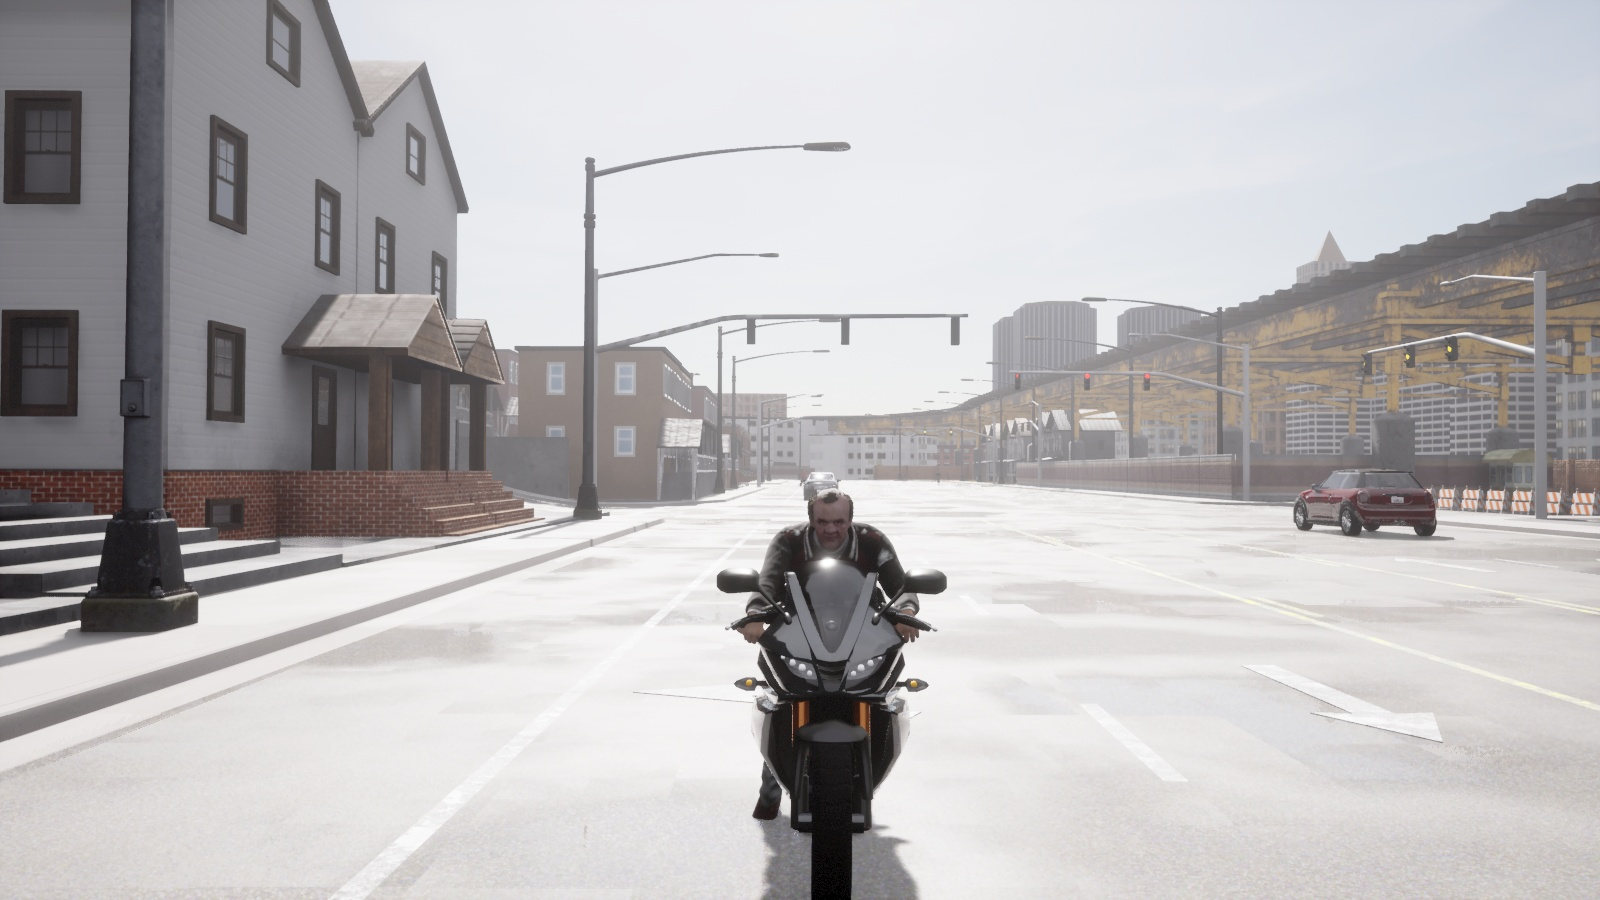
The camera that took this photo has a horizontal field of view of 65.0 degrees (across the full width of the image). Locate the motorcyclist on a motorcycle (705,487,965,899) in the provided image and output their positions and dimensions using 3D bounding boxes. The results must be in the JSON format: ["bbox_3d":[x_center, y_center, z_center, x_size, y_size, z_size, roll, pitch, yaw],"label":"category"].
[{"bbox_3d":[0.135,0.938,5.312,0.866,1.530,2.191,0,-1,1],"label":"motorcyclist on a motorcycle"}]

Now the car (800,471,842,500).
[{"bbox_3d":[1.191,1.906,68.064,2.128,1.511,4.902,0,-1,2],"label":"car"}]

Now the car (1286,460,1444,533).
[{"bbox_3d":[14.574,1.162,32.692,2.097,1.767,4.553,0,-1,1],"label":"car"}]
